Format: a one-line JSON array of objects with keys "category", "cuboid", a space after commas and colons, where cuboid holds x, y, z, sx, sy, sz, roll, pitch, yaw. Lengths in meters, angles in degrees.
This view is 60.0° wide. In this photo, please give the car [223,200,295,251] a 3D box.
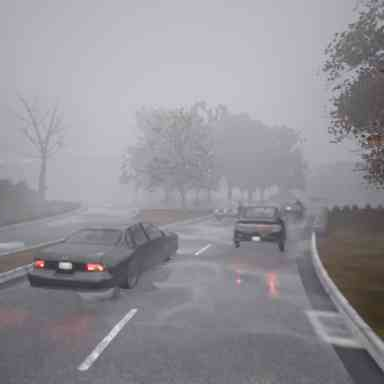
[{"category": "car", "cuboid": [2.932, 1.323, 13.553, 2.128, 1.511, 4.902, 0, 1, 18]}]

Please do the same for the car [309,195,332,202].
[{"category": "car", "cuboid": [25.635, 1.305, 66.785, 1.895, 1.301, 4.718, 0, 0, -28]}]

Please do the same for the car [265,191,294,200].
[{"category": "car", "cuboid": [18.990, 0.937, 70.568, 5.566, 2.045, 2.150, 0, 0, 42]}]

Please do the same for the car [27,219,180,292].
[{"category": "car", "cuboid": [-1.863, 1.443, 8.870, 2.033, 1.411, 5.357, 0, 1, 13]}]

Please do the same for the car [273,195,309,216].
[{"category": "car", "cuboid": [8.420, 1.241, 28.001, 1.994, 1.385, 4.181, 0, 0, 24]}]

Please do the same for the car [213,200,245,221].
[{"category": "car", "cuboid": [3.102, 1.245, 23.517, 2.033, 1.411, 5.357, 0, 1, 23]}]
